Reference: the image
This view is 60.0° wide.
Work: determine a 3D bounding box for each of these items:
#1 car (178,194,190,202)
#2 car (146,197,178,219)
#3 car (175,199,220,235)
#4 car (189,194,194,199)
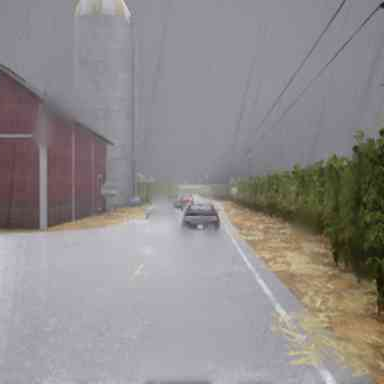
[{"bbox_3d":[-1.767,1.302,37.693,2.033,1.411,5.357,0,0,5],"label":"car"},{"bbox_3d":[-2.475,1.351,26.908,1.812,1.442,4.674,0,0,3],"label":"car"},{"bbox_3d":[0.491,1.374,17.928,2.128,1.511,4.902,0,0,2],"label":"car"},{"bbox_3d":[-0.839,1.023,50.589,2.097,1.767,4.553,0,0,3],"label":"car"}]
